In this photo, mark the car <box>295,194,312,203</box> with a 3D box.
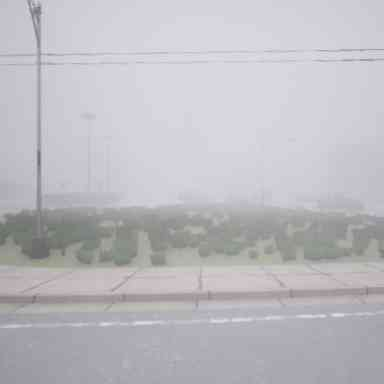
[{"bbox_3d":[17.564,0.952,50.382,2.033,1.411,5.357,0,1,-8],"label":"car"}]

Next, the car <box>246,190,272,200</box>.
[{"bbox_3d":[12.255,0.572,58.889,3.866,1.878,1.905,0,1,-8],"label":"car"}]

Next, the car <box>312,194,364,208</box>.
[{"bbox_3d":[15.583,1.082,34.917,4.611,1.667,2.242,0,1,-8],"label":"car"}]

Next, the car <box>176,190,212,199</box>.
[{"bbox_3d":[0.528,0.665,46.973,4.605,1.855,1.932,0,1,-8],"label":"car"}]

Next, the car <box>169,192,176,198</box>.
[{"bbox_3d":[-2.742,0.556,69.215,3.905,1.438,1.784,0,1,-8],"label":"car"}]

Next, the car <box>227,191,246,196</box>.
[{"bbox_3d":[9.837,0.572,72.166,4.193,1.474,1.816,0,1,-8],"label":"car"}]
